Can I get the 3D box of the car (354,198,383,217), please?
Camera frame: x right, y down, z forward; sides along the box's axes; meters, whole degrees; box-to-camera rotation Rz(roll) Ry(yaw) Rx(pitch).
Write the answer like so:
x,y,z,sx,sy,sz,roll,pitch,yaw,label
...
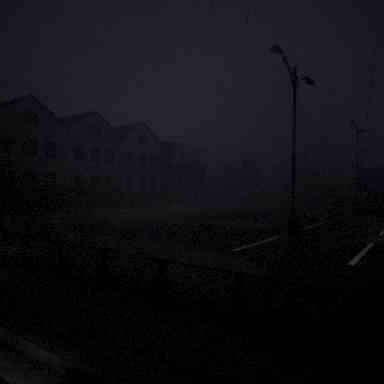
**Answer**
x,y,z,sx,sy,sz,roll,pitch,yaw,label
14.672,1.242,27.347,2.007,1.523,4.514,1,1,35,car
